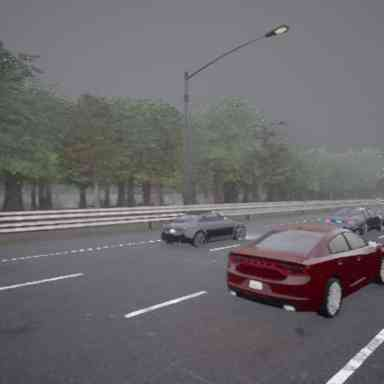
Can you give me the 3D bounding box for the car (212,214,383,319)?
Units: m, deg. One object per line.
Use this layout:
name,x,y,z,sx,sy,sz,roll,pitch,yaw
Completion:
car,2.867,1.474,7.557,5.008,1.535,1.882,0,0,-45

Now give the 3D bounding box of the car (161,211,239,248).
car,0.624,1.577,15.076,1.994,1.385,4.181,0,0,45

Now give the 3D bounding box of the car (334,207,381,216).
car,9.277,1.579,18.831,2.033,1.411,5.357,0,0,44
